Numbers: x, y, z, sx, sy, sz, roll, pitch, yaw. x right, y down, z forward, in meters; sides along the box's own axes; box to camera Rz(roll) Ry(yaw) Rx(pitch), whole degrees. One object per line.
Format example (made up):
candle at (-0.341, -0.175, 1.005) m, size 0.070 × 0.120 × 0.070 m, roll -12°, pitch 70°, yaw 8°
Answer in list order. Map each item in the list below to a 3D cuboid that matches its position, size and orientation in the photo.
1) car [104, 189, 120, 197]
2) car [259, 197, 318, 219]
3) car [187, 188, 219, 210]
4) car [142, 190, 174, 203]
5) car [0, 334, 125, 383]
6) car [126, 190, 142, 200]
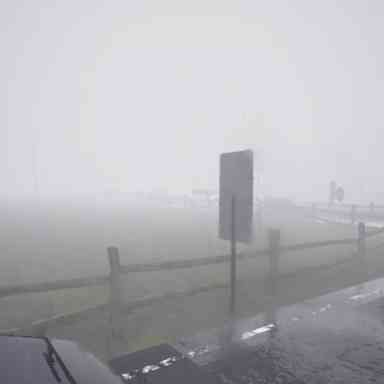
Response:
car at (-15.547, 0.221, 64.399) m, size 2.128 × 1.511 × 4.902 m, roll 1°, pitch 1°, yaw -35°
car at (7.538, 1.174, 26.342) m, size 1.882 × 1.535 × 5.008 m, roll 1°, pitch 1°, yaw -35°
car at (1.718, 0.682, 34.656) m, size 2.150 × 2.045 × 5.566 m, roll 1°, pitch 1°, yaw -35°
car at (-4.207, 0.576, 43.120) m, size 2.097 × 1.767 × 4.553 m, roll 1°, pitch 1°, yaw -35°
car at (-2.250, 1.559, 1.464) m, size 4.181 × 1.385 × 1.994 m, roll 0°, pitch 0°, yaw -35°
car at (-9.533, 0.442, 55.829) m, size 1.882 × 1.535 × 5.008 m, roll 1°, pitch 1°, yaw -35°
